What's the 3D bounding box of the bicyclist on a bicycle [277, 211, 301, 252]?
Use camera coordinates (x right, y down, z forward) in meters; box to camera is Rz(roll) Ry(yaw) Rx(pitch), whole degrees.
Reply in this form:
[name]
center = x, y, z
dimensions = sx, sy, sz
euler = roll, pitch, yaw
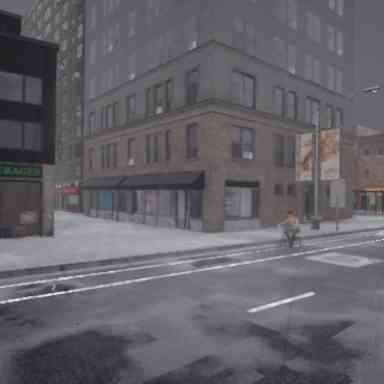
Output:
[bicyclist on a bicycle]
center = 3.884, 1.562, 13.237
dimensions = 1.509, 1.612, 0.866
euler = 1, 0, -36
